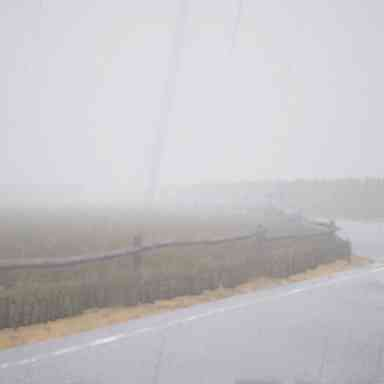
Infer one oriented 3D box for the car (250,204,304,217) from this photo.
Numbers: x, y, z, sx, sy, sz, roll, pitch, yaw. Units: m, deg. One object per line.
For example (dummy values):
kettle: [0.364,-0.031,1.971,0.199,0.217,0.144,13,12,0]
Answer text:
car: [7.281,1.765,29.444,2.033,1.411,5.357,1,0,-32]
